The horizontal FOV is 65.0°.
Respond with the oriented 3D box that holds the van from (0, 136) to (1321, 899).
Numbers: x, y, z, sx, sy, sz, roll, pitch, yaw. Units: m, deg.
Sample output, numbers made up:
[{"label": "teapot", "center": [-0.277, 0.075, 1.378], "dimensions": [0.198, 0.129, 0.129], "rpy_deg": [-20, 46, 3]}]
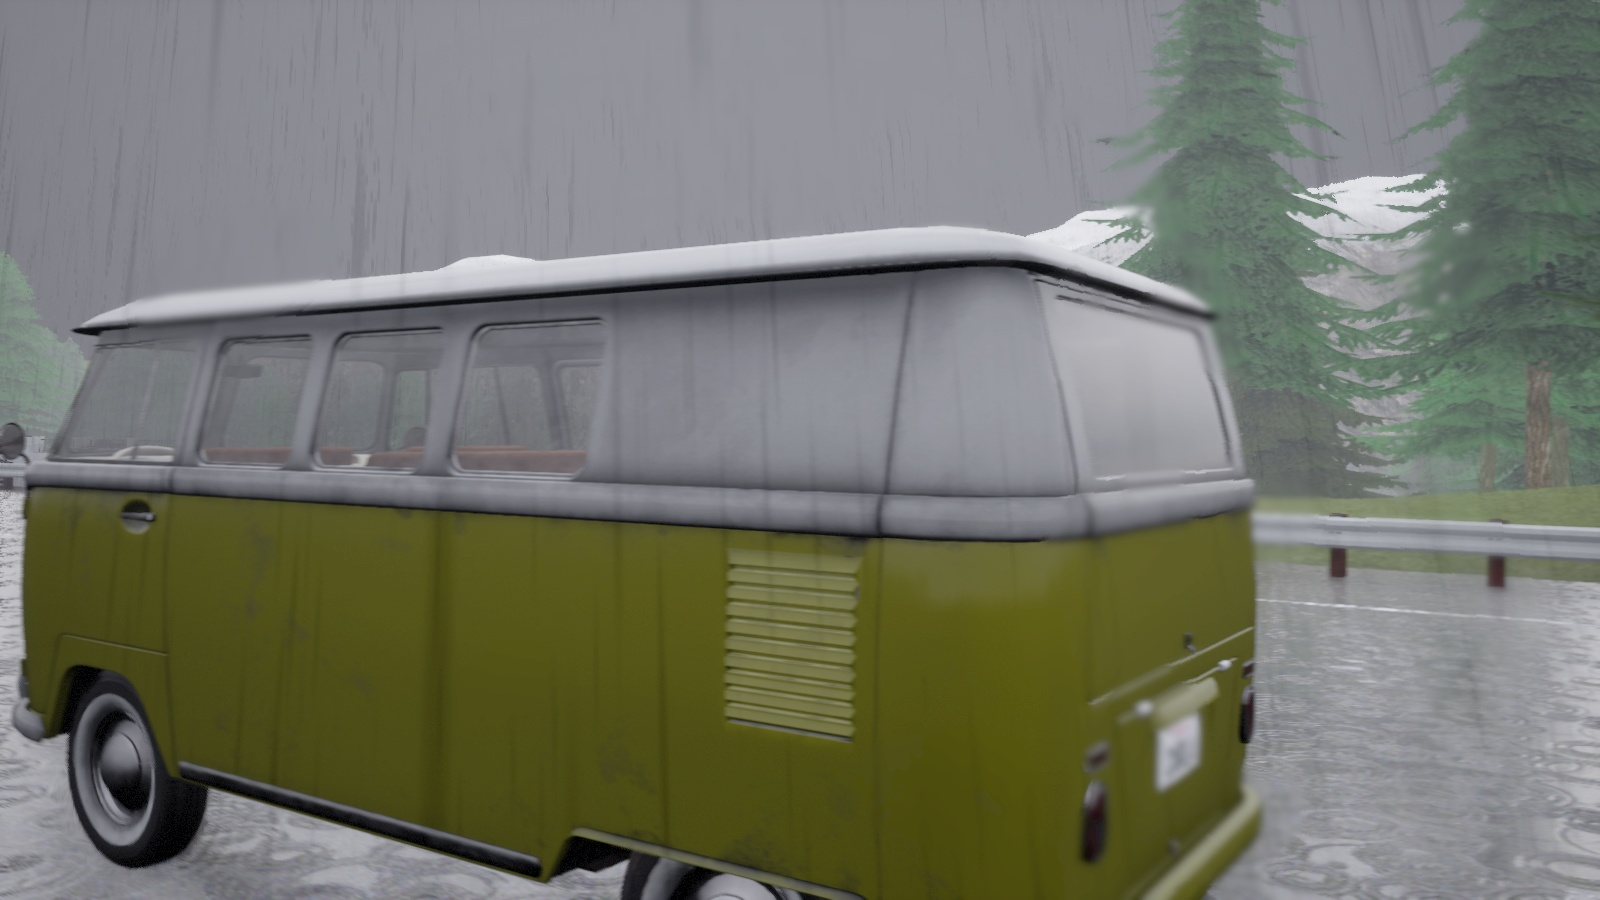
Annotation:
[{"label": "van", "center": [-0.821, 0.434, 4.164], "dimensions": [4.442, 1.987, 1.775], "rpy_deg": [0, 1, 34]}]
